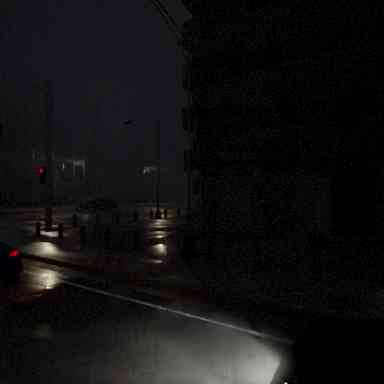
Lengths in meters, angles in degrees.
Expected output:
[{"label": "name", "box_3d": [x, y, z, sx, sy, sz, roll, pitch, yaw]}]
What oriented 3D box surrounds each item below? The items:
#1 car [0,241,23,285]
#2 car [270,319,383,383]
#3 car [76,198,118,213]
[{"label": "car", "box_3d": [-6.097, 1.563, 8.319, 4.181, 1.385, 1.994, 0, 0, 36]}, {"label": "car", "box_3d": [2.606, 1.564, 2.133, 4.181, 1.385, 1.994, 0, 0, 35]}, {"label": "car", "box_3d": [-10.262, 1.446, 36.310, 1.837, 1.490, 4.892, 0, 0, 36]}]
